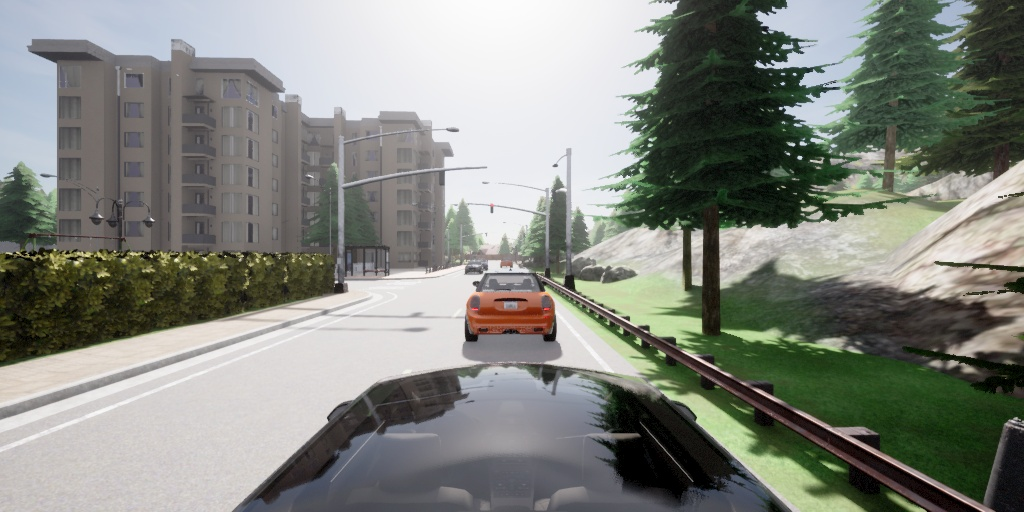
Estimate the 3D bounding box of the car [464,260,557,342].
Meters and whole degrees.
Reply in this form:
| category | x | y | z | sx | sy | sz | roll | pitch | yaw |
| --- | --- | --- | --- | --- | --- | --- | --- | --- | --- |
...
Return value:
| category | x | y | z | sx | sy | sz | roll | pitch | yaw |
| --- | --- | --- | --- | --- | --- | --- | --- | --- | --- |
| car | -0.052 | 1.102 | 9.975 | 2.097 | 1.767 | 4.553 | 0 | 0 | -1 |

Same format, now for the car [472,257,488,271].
| category | x | y | z | sx | sy | sz | roll | pitch | yaw |
| --- | --- | --- | --- | --- | --- | --- | --- | --- | --- |
| car | -4.448 | 1.102 | 50.672 | 2.097 | 1.767 | 4.553 | 0 | 0 | -2 |

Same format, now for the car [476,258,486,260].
| category | x | y | z | sx | sy | sz | roll | pitch | yaw |
| --- | --- | --- | --- | --- | --- | --- | --- | --- | --- |
| car | -4.265 | 1.255 | 40.761 | 1.837 | 1.490 | 4.892 | 0 | 0 | -1 |

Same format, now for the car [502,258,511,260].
| category | x | y | z | sx | sy | sz | roll | pitch | yaw |
| --- | --- | --- | --- | --- | --- | --- | --- | --- | --- |
| car | -0.926 | 1.102 | 61.232 | 2.097 | 1.767 | 4.553 | 0 | 0 | -1 |
